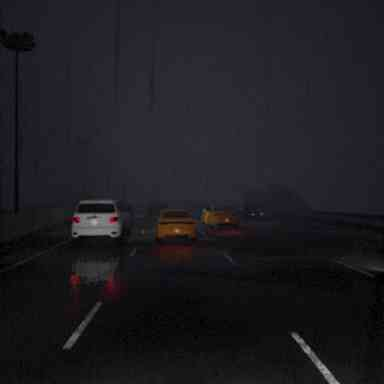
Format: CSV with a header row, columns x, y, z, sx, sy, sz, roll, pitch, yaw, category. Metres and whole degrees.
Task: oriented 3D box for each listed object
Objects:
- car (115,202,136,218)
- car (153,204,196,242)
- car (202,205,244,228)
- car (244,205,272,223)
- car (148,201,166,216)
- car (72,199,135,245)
x,y,z,sx,sy,sz,roll,pitch,yaw,category
-7.132,1.824,35.479,2.033,1.411,5.357,0,0,-12,car
-0.909,1.611,17.405,1.882,1.535,5.008,0,0,-5,car
1.903,1.655,23.578,1.882,1.535,5.008,0,0,-7,car
4.907,1.752,27.601,2.033,1.411,5.357,0,0,-8,car
-3.651,1.752,35.721,1.882,1.535,5.008,0,0,-11,car
-4.307,1.352,16.571,2.150,2.045,5.566,0,0,-5,car
